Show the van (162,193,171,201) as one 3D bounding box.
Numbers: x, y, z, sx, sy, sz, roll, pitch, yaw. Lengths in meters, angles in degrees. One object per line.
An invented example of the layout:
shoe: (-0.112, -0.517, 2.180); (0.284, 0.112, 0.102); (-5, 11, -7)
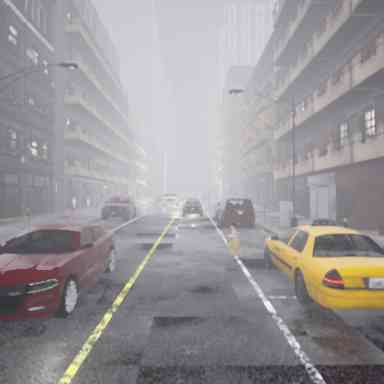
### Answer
van: (-5.796, 1.051, 76.376); (1.690, 1.788, 3.998); (1, 0, 0)

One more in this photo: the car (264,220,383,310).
car: (3.002, 1.427, 7.892); (1.801, 1.575, 5.366); (0, 0, 0)

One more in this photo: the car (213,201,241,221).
car: (2.709, 1.484, 26.565); (1.802, 1.307, 4.206); (1, 0, 0)

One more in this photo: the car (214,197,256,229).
car: (2.712, 1.238, 21.024); (2.192, 1.841, 5.009); (1, 0, 0)

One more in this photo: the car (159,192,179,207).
car: (-3.084, 1.039, 48.440); (2.150, 2.045, 5.566); (0, 0, 0)

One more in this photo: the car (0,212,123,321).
car: (-3.099, 1.450, 7.593); (1.882, 1.535, 5.008); (0, 0, 0)

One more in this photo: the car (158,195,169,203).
car: (-5.632, 1.335, 65.296); (1.802, 1.307, 4.206); (1, 0, 0)

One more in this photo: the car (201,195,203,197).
car: (0.059, 1.383, 43.909); (2.033, 1.411, 5.357); (0, 0, 1)

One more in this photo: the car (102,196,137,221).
car: (-5.668, 1.217, 26.513); (2.192, 1.841, 5.009); (1, 0, 0)

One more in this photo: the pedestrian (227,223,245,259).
pedestrian: (1.431, 1.534, 10.870); (0.375, 1.300, 0.375); (1, -1, -1)

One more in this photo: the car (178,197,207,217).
car: (0.067, 1.436, 30.161); (2.033, 1.411, 5.357); (0, 0, 0)

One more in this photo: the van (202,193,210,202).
van: (2.719, 1.094, 65.347); (1.690, 1.788, 3.998); (1, 0, 0)

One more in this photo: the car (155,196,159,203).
car: (-5.633, 1.325, 59.755); (2.008, 1.369, 4.403); (1, 0, 0)
